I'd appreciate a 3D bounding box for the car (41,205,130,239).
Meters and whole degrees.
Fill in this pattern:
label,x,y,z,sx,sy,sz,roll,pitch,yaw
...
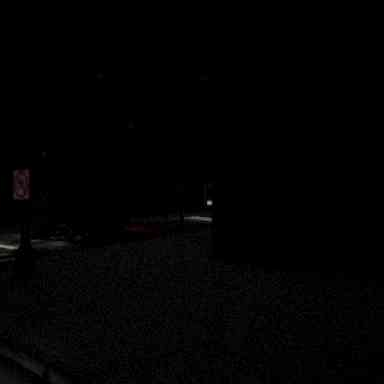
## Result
label,x,y,z,sx,sy,sz,roll,pitch,yaw
car,-5.573,1.508,17.966,1.882,1.535,5.008,0,0,35
